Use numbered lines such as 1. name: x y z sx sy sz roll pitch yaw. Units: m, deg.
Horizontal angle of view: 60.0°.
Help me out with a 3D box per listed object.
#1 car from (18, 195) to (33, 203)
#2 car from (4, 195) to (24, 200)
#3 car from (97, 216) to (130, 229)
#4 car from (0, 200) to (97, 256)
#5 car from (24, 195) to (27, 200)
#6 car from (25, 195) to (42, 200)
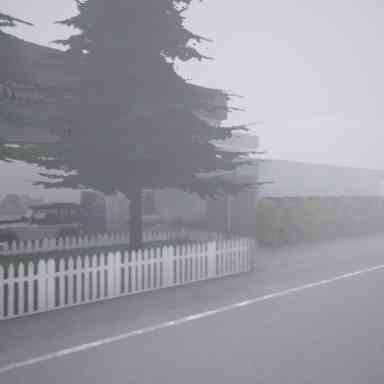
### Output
1. car: -35.983 1.522 71.808 2.152 1.636 5.027 0 0 -37
2. car: -25.976 1.319 47.751 1.905 1.878 3.866 0 0 -37
3. car: -6.019 1.589 20.217 4.611 1.667 2.242 0 0 -37
4. car: -6.093 1.381 13.086 3.866 1.878 1.905 0 0 -37
5. car: -28.067 1.385 56.017 1.932 1.855 4.605 0 0 -37
6. car: -22.950 1.616 49.254 1.970 1.475 3.806 0 0 -37
